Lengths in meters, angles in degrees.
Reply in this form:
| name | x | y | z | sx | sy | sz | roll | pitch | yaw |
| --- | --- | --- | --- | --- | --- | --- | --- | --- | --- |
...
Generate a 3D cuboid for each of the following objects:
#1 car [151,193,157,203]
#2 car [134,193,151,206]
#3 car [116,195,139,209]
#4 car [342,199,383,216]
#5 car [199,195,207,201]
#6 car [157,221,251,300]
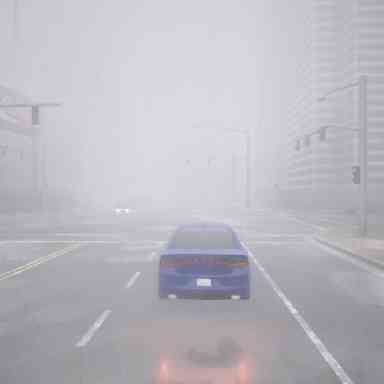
| name | x | y | z | sx | sy | sz | roll | pitch | yaw |
| --- | --- | --- | --- | --- | --- | --- | --- | --- | --- |
| car | -8.348 | 1.548 | 67.502 | 2.033 | 1.411 | 5.357 | 0 | 0 | 3 |
| car | -8.818 | 1.221 | 55.559 | 2.150 | 2.045 | 5.566 | 0 | 0 | 2 |
| car | -9.133 | 1.564 | 46.216 | 1.994 | 1.385 | 4.181 | 0 | 0 | 2 |
| car | 17.234 | 1.505 | 32.366 | 4.892 | 1.490 | 1.837 | 0 | 0 | 2 |
| car | 2.781 | 1.524 | 86.238 | 1.812 | 1.442 | 4.674 | 0 | 0 | 2 |
| car | 0.310 | 1.478 | 8.462 | 1.882 | 1.535 | 5.008 | 0 | 0 | 2 |
